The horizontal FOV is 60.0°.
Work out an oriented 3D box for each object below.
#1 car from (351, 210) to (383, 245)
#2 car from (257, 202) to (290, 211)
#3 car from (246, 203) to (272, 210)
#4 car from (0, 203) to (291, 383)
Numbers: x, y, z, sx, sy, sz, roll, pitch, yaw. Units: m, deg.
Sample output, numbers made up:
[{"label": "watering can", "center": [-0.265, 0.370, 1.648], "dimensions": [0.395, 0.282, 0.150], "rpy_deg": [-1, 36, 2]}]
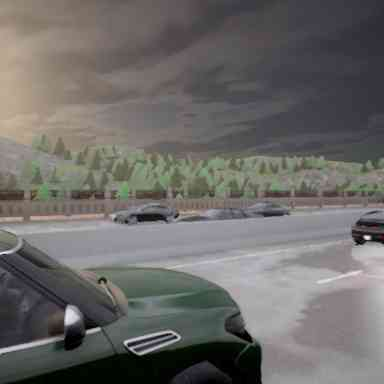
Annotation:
[{"label": "car", "center": [8.765, 1.517, 14.288], "dimensions": [4.892, 1.490, 1.837], "rpy_deg": [0, 0, -35]}, {"label": "car", "center": [5.359, 1.520, 24.992], "dimensions": [4.892, 1.490, 1.837], "rpy_deg": [0, 0, -35]}, {"label": "car", "center": [1.604, 1.553, 18.024], "dimensions": [5.357, 1.411, 2.033], "rpy_deg": [0, 0, -35]}, {"label": "car", "center": [-1.991, 1.221, 2.318], "dimensions": [5.566, 2.045, 2.150], "rpy_deg": [0, 0, -36]}]
